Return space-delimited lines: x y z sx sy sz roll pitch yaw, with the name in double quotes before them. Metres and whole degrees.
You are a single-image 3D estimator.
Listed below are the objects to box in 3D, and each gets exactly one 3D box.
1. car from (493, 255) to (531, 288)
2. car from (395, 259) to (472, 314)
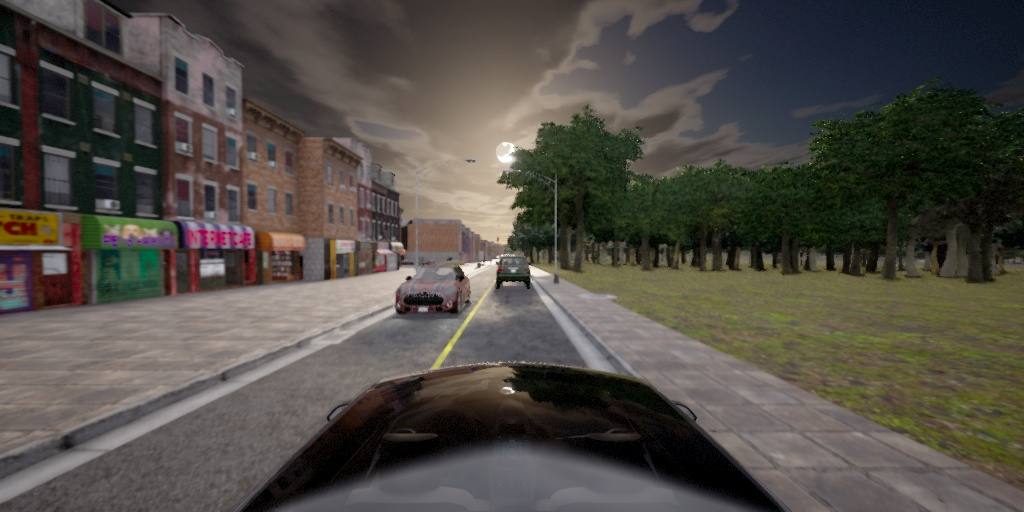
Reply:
"car" 0.086 0.988 23.872 2.150 2.045 5.566 0 0 0
"car" -2.799 1.104 13.608 2.097 1.767 4.553 0 0 1
